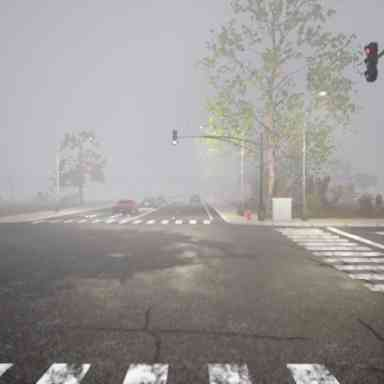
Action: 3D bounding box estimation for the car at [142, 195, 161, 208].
[{"bbox_3d":[-6.192,1.431,48.410,2.128,1.511,4.902,0,0,1],"label":"car"}]

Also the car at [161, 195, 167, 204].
[{"bbox_3d":[-5.884,1.442,63.742,1.837,1.490,4.892,0,2,1],"label":"car"}]

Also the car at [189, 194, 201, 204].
[{"bbox_3d":[0.600,1.266,61.727,2.097,1.767,4.553,0,0,1],"label":"car"}]

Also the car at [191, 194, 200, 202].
[{"bbox_3d":[0.775,1.265,71.791,1.882,1.535,5.008,0,0,1],"label":"car"}]

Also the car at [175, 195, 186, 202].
[{"bbox_3d":[-2.475,1.326,71.848,2.033,1.411,5.357,0,0,1],"label":"car"}]

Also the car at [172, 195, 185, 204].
[{"bbox_3d":[-2.648,1.513,61.878,1.895,1.301,4.718,0,0,1],"label":"car"}]

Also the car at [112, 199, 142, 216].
[{"bbox_3d":[-6.490,1.442,32.866,1.882,1.535,5.008,0,0,0],"label":"car"}]
